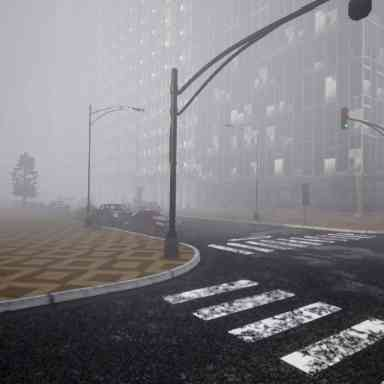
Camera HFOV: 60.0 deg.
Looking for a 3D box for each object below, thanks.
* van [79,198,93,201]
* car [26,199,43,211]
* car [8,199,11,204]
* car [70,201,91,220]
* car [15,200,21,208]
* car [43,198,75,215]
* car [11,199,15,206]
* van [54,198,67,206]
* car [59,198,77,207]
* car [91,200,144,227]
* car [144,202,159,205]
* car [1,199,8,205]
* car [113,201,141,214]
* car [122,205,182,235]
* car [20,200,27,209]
[{"bbox_3d":[-18.154,1.953,56.792,1.690,1.788,3.998,1,-1,-35],"label":"van"},{"bbox_3d":[-21.767,1.959,47.332,2.008,1.369,4.403,1,-1,-35],"label":"car"},{"bbox_3d":[-34.791,2.209,65.965,1.802,1.307,4.206,1,-1,-35],"label":"car"},{"bbox_3d":[-8.646,1.713,28.560,1.752,1.417,4.829,1,-1,-35],"label":"car"},{"bbox_3d":[-28.278,2.062,56.649,1.887,1.381,4.507,1,-1,-35],"label":"car"},{"bbox_3d":[-15.255,1.739,38.017,1.967,1.590,4.097,1,-1,-35],"label":"car"},{"bbox_3d":[-31.535,2.123,61.307,2.008,1.369,4.403,1,-1,-35],"label":"car"},{"bbox_3d":[-27.921,2.117,70.767,1.690,1.788,3.998,1,-1,-35],"label":"van"},{"bbox_3d":[-24.666,2.036,66.109,2.192,1.841,5.009,1,-1,-35],"label":"car"},{"bbox_3d":[-5.487,1.575,24.042,1.967,1.590,4.097,1,-1,-35],"label":"car"},{"bbox_3d":[-5.130,1.833,38.158,1.967,1.590,4.097,1,-1,-35],"label":"car"},{"bbox_3d":[-41.302,2.287,75.282,2.008,1.369,4.403,1,-1,-35],"label":"car"},{"bbox_3d":[-8.483,1.974,42.954,1.752,1.417,4.829,1,-1,-35],"label":"car"},{"bbox_3d":[-2.232,1.662,19.382,1.802,1.307,4.206,1,-1,-35],"label":"car"},{"bbox_3d":[-25.023,2.029,51.990,1.947,1.339,4.313,1,-1,-35],"label":"car"}]
